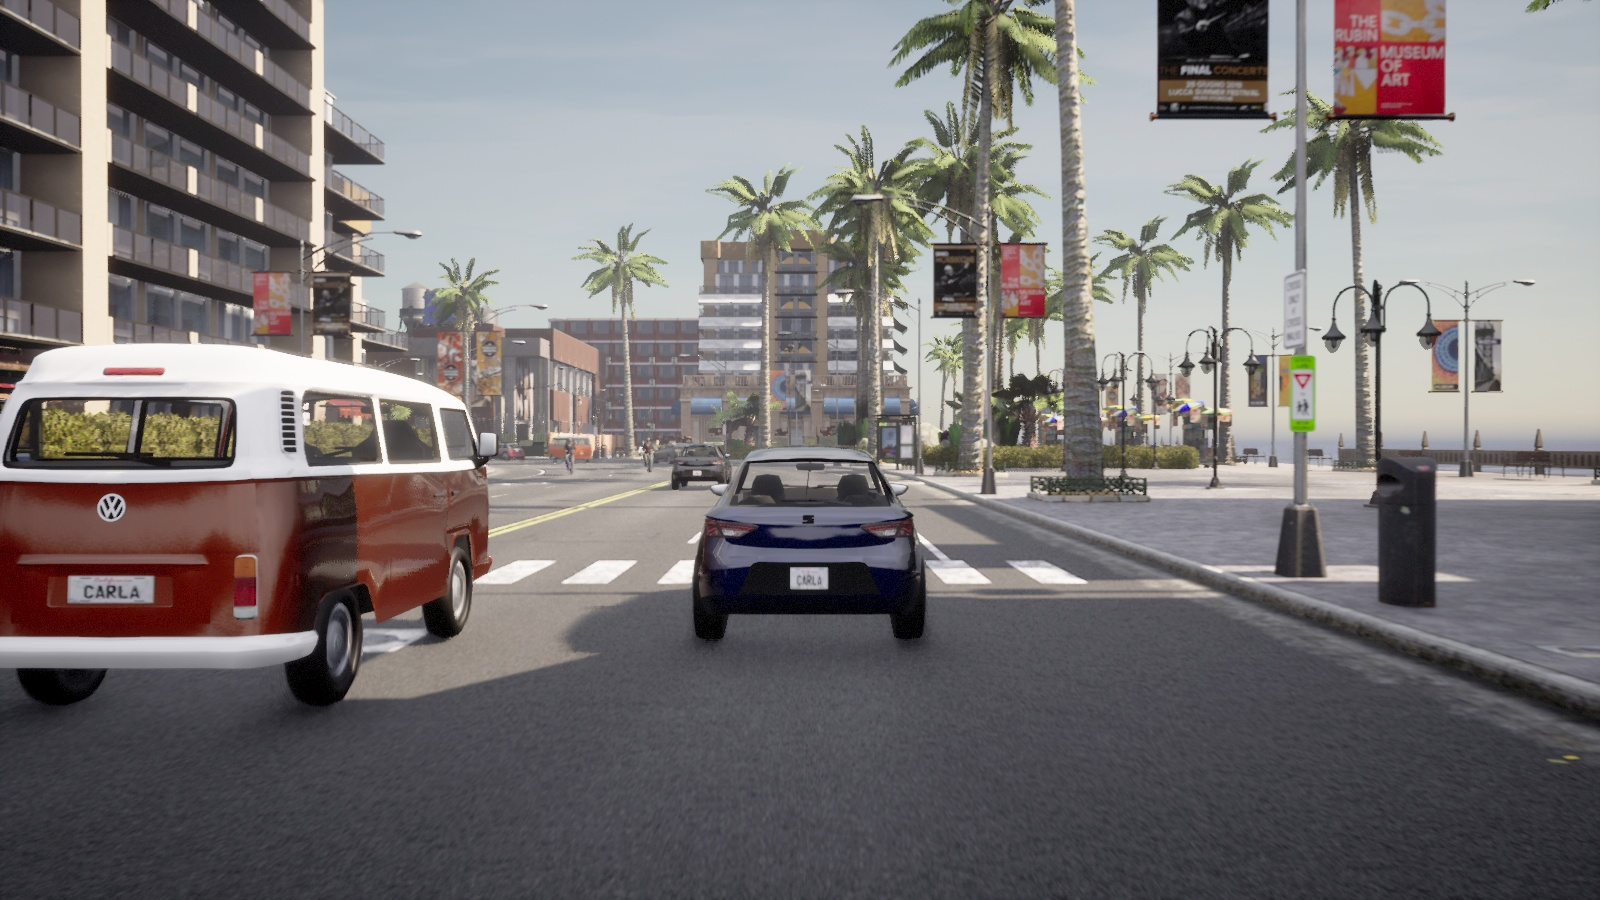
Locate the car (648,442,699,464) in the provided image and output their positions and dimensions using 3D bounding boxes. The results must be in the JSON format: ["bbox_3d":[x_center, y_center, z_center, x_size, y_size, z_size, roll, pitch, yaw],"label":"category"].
[{"bbox_3d":[-8.930,0.189,88.128,2.007,1.525,4.514,0,0,-28],"label":"car"}]

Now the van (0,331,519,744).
[{"bbox_3d":[-3.437,0.420,8.445,2.069,2.038,4.480,0,0,0],"label":"van"}]

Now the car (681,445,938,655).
[{"bbox_3d":[0.078,0.698,10.956,1.816,1.474,4.193,0,0,0],"label":"car"}]

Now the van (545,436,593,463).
[{"bbox_3d":[-17.512,-0.051,95.092,1.775,1.987,4.442,0,0,-36],"label":"van"}]

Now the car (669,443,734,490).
[{"bbox_3d":[-3.246,0.521,41.927,1.816,1.474,4.193,0,0,0],"label":"car"}]
